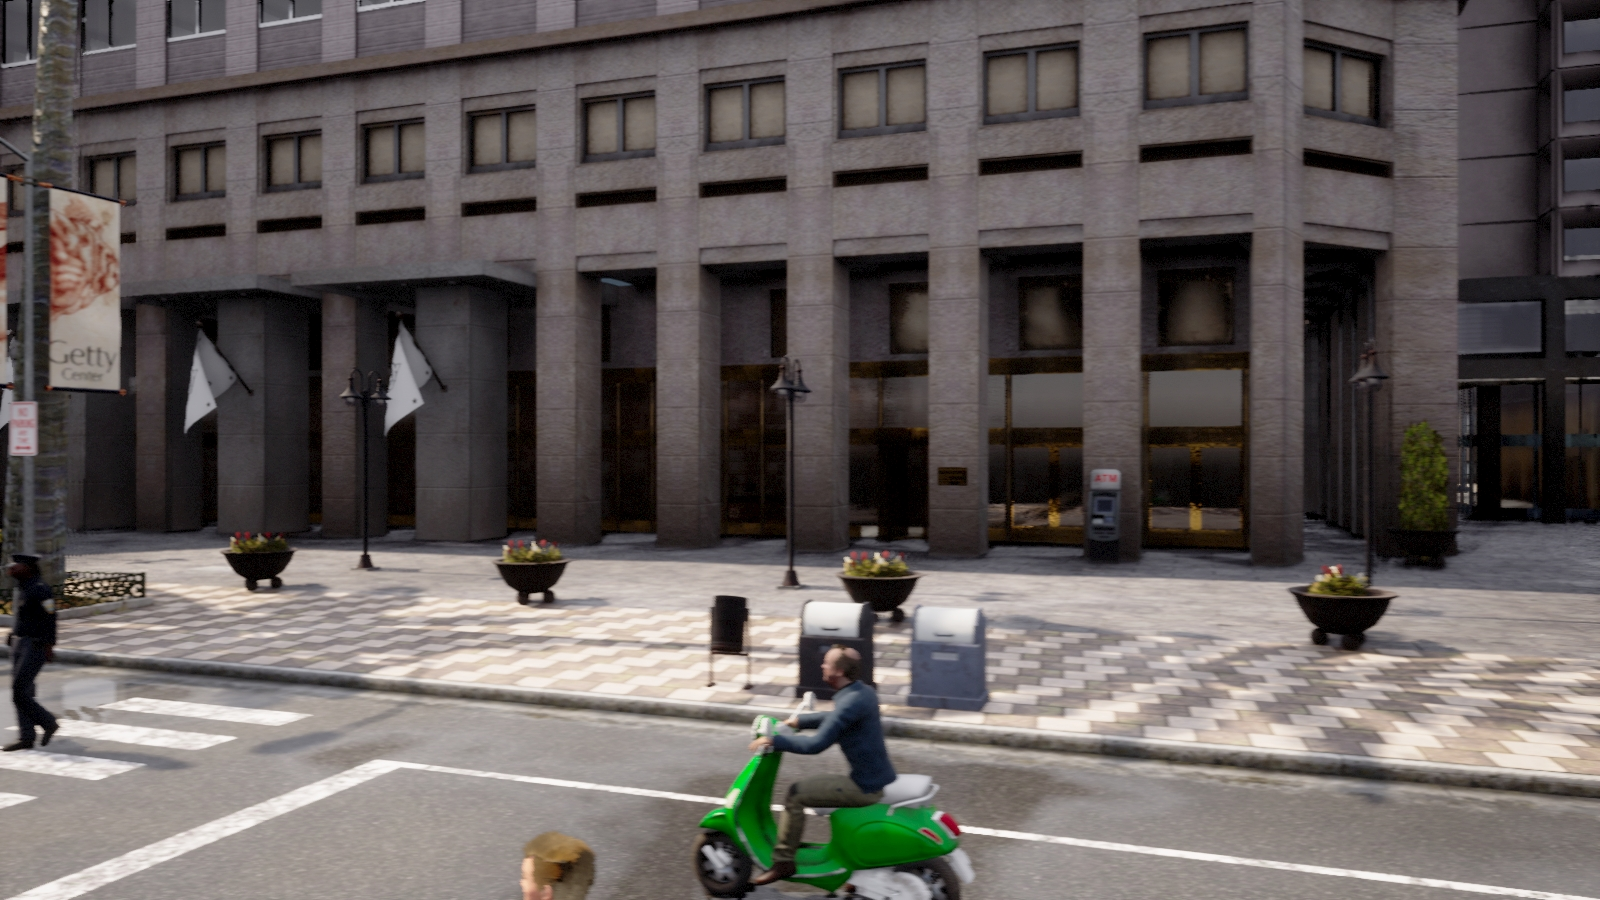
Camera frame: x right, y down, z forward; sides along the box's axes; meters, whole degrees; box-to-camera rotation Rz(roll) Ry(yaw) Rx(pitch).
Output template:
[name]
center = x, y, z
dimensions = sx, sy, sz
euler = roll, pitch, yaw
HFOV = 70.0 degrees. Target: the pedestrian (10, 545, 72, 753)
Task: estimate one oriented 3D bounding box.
[pedestrian]
center = -7.131, 1.849, 10.738
dimensions = 0.375, 1.860, 0.375
euler = 0, 0, 34
